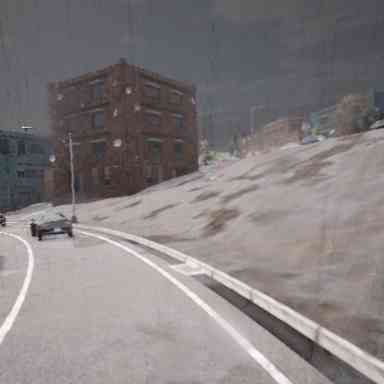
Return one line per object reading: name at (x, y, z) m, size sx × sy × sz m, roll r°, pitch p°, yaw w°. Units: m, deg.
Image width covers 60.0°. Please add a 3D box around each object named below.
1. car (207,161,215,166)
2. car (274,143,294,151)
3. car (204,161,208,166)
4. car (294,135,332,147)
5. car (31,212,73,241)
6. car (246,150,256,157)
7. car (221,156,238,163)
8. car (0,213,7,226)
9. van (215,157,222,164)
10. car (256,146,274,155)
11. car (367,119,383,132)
car at (5.664, -6.252, 75.704) m, size 2.002 × 1.452 × 4.674 m, roll -3°, pitch 1°, yaw -13°
car at (12.981, -5.637, 43.271) m, size 2.002 × 1.452 × 4.674 m, roll -3°, pitch 2°, yaw -13°
car at (4.444, -6.627, 81.049) m, size 2.435 × 2.045 × 5.566 m, roll -3°, pitch 1°, yaw -13°
car at (14.183, -5.690, 37.909) m, size 2.185 × 1.767 × 4.553 m, roll -3°, pitch 2°, yaw -13°
car at (-8.335, 1.928, 19.644) m, size 1.812 × 1.442 × 4.674 m, roll -4°, pitch 0°, yaw -31°
car at (10.510, -6.026, 54.186) m, size 2.185 × 1.767 × 4.553 m, roll -3°, pitch 2°, yaw -13°
car at (8.090, -6.105, 64.934) m, size 2.231 × 1.521 × 4.892 m, roll -3°, pitch 2°, yaw -13°
car at (-20.144, 2.787, 33.143) m, size 4.892 × 1.490 × 1.837 m, roll -5°, pitch -1°, yaw 41°
van at (6.893, -6.425, 70.193) m, size 1.878 × 1.987 × 4.442 m, roll -3°, pitch 2°, yaw -13°
car at (11.725, -5.918, 48.802) m, size 2.185 × 1.767 × 4.553 m, roll -3°, pitch 2°, yaw -13°
car at (16.597, -5.338, 27.242) m, size 2.231 × 1.521 × 4.892 m, roll -3°, pitch 2°, yaw -13°
